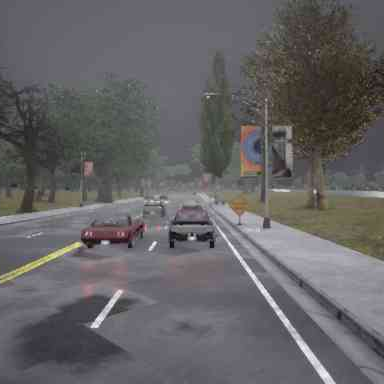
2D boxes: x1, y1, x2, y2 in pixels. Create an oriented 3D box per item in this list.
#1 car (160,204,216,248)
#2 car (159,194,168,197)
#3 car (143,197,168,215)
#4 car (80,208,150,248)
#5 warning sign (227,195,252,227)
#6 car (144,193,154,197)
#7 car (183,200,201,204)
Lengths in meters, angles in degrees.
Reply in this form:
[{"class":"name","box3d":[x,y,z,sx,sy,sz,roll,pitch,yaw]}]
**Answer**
[{"class":"car","box3d":[0.000,1.488,14.651,2.128,1.511,4.902,0,0,0]},{"class":"car","box3d":[-6.501,1.202,75.900,1.895,1.301,4.718,0,0,0]},{"class":"car","box3d":[-3.250,1.462,29.653,2.128,1.511,4.902,0,0,0]},{"class":"car","box3d":[-3.250,1.609,14.681,1.895,1.301,4.718,0,0,0]},{"class":"warning sign","box3d":[2.833,1.100,19.788,1.300,1.860,1.060,-1,-1,0]},{"class":"car","box3d":[-9.751,1.106,75.929,1.837,1.490,4.892,0,0,0]},{"class":"car","box3d":[0.000,1.452,29.652,1.882,1.535,5.008,0,0,0]}]
